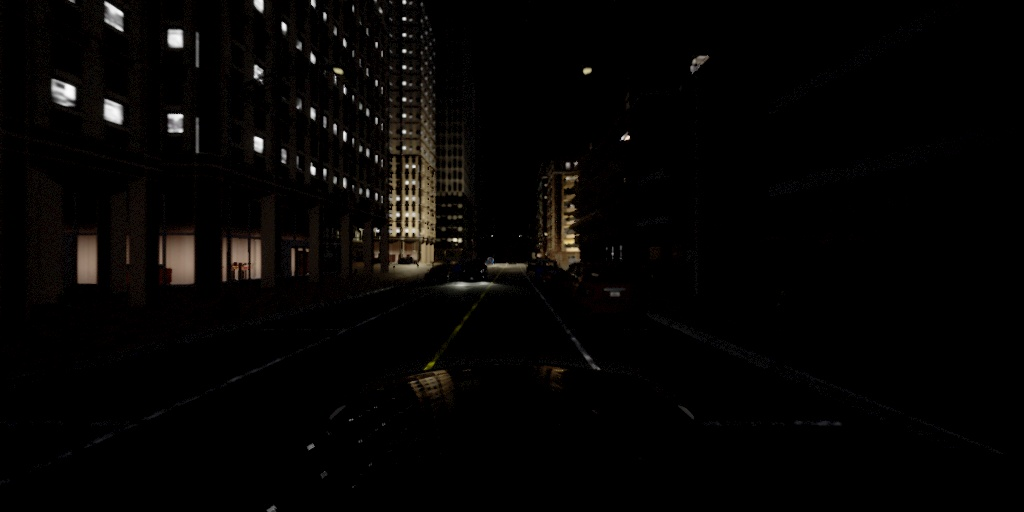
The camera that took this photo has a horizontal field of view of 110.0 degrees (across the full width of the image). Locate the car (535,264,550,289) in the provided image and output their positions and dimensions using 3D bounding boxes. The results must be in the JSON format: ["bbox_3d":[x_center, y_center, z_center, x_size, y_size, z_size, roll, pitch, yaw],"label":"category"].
[{"bbox_3d":[2.687,1.381,23.037,1.802,1.307,4.207,0,0,0],"label":"car"}]

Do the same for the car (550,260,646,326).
[{"bbox_3d":[2.689,1.087,11.740,2.192,1.841,5.009,0,0,0],"label":"car"}]

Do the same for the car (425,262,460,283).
[{"bbox_3d":[-5.693,1.379,28.685,1.948,1.339,4.313,0,0,0],"label":"car"}]

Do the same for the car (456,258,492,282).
[{"bbox_3d":[-3.101,1.168,29.926,2.097,1.767,4.553,0,0,0],"label":"car"}]

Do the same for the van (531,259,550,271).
[{"bbox_3d":[2.687,1.154,28.685,1.690,1.789,3.998,0,0,0],"label":"van"}]

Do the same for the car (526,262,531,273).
[{"bbox_3d":[2.685,1.408,45.631,2.007,1.370,4.403,0,0,0],"label":"car"}]

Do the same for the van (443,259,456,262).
[{"bbox_3d":[-5.695,1.168,34.333,1.690,1.789,3.998,0,0,0],"label":"van"}]

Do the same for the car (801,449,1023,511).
[{"bbox_3d":[2.690,1.313,0.443,1.948,1.339,4.313,0,0,0],"label":"car"}]
